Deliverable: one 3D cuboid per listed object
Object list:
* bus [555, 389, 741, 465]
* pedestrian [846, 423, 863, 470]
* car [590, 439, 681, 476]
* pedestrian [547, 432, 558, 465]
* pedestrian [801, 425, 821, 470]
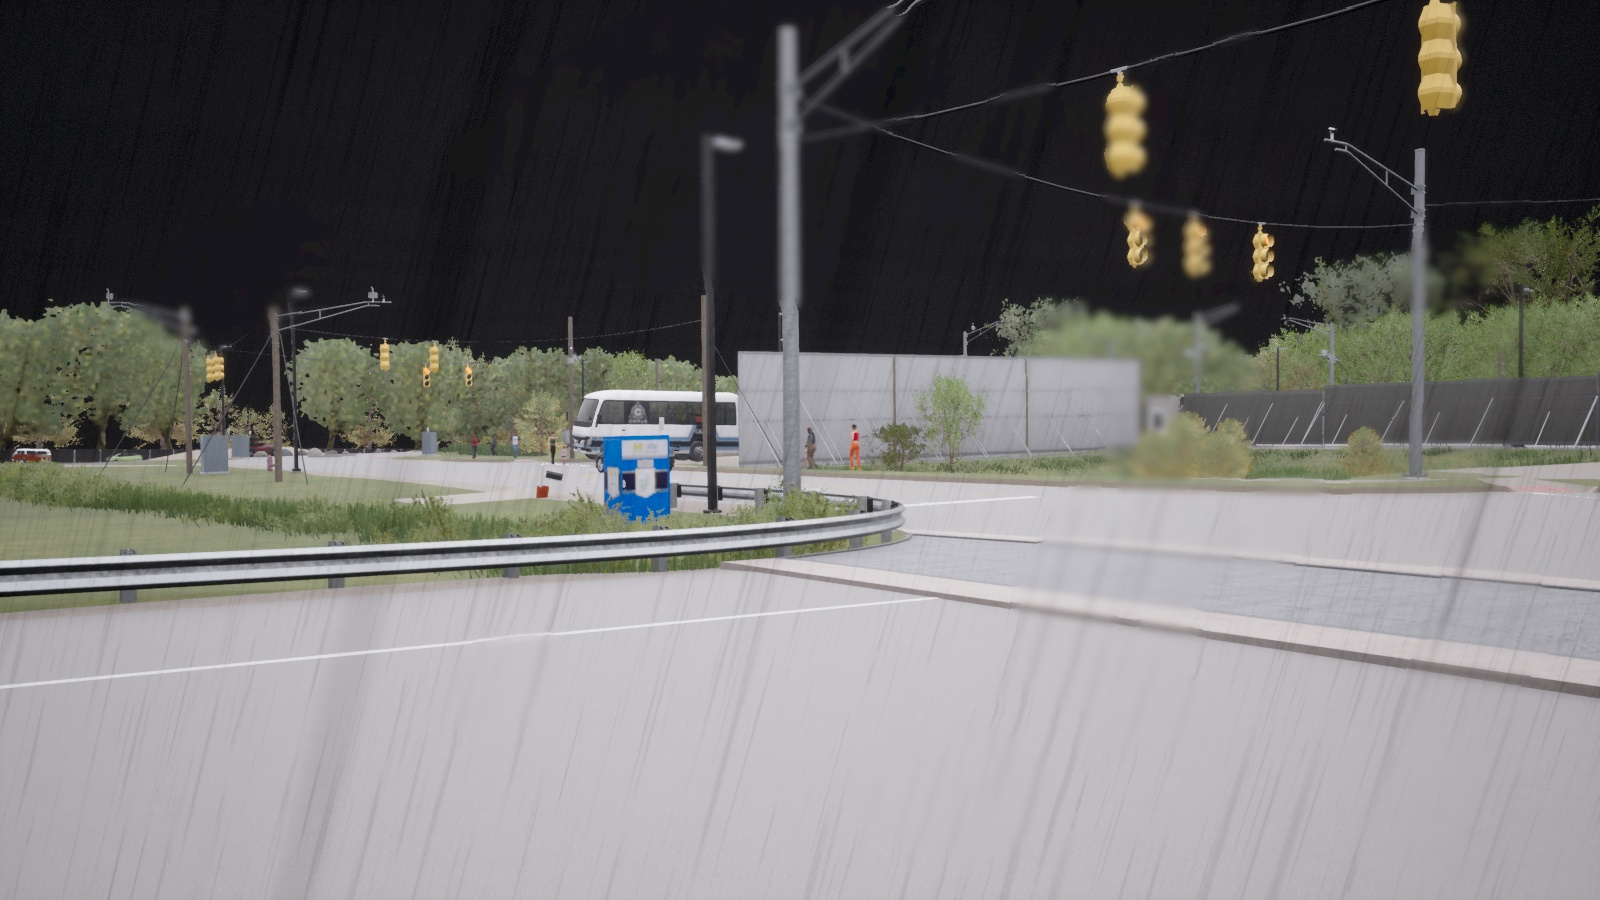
[{"bbox_3d":[-9.107,-1.402,75.539,10.273,4.253,3.944,0,3,-29],"label":"bus"},{"bbox_3d":[2.143,-0.133,49.525,0.345,1.836,0.594,-2,2,-34],"label":"pedestrian"},{"bbox_3d":[-7.139,0.281,54.108,1.837,1.490,4.892,-2,2,-35],"label":"car"},{"bbox_3d":[-13.929,-0.069,70.756,0.345,1.836,0.594,-2,3,-39],"label":"pedestrian"},{"bbox_3d":[0.464,-0.103,53.004,0.694,1.848,0.540,0,2,24],"label":"pedestrian"}]
